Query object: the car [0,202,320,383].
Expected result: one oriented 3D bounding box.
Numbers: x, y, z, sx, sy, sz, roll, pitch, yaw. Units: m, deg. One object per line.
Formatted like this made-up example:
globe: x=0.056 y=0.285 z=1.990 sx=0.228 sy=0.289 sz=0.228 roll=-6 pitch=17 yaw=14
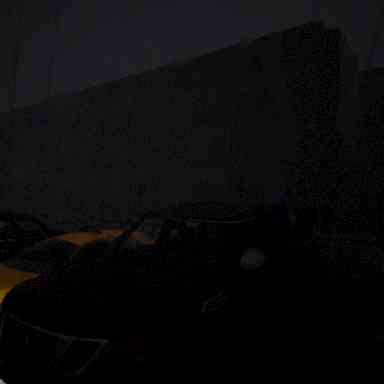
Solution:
car: x=0.189 y=1.213 z=4.824 sx=2.435 sy=2.045 sz=5.566 roll=0 pitch=0 yaw=35
